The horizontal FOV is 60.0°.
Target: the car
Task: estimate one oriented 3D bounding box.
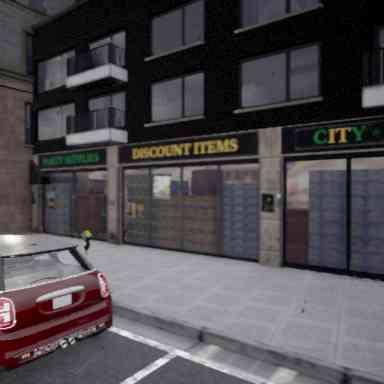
[{"bbox_3d":[-3.238,1.422,5.388,4.097,1.590,1.967,0,0,36],"label":"car"}]
